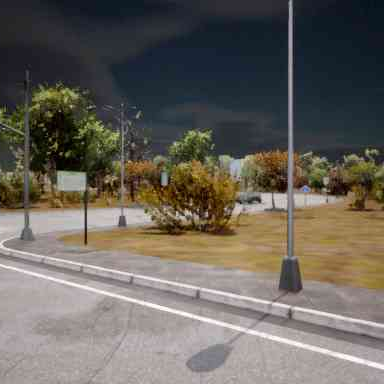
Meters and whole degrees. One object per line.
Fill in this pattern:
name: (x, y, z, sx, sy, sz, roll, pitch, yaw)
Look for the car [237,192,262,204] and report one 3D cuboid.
car: (9.608, 0.960, 54.985, 2.150, 2.045, 5.566, 0, 1, 38)
